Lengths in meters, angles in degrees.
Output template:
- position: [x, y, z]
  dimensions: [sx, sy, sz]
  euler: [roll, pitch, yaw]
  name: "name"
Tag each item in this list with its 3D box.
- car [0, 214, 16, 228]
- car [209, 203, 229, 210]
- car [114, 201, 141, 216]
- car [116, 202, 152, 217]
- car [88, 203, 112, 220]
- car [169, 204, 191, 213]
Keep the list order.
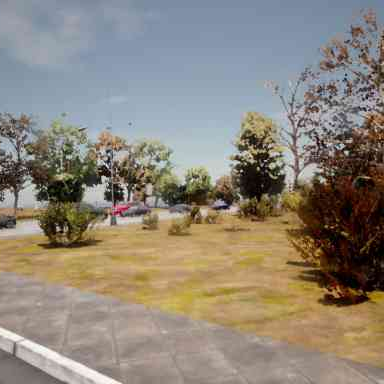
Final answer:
- position: [-16.996, 2.451, 27.654]
  dimensions: [1.994, 1.385, 4.181]
  euler: [-3, -2, 34]
  name: "car"
- position: [4.808, 2.498, 55.232]
  dimensions: [1.895, 1.301, 4.718]
  euler: [-3, -2, 32]
  name: "car"
- position: [-9.127, 2.339, 46.519]
  dimensions: [2.150, 2.045, 5.566]
  euler: [-3, -2, 32]
  name: "car"
- position: [-7.137, 2.471, 43.080]
  dimensions: [1.812, 1.442, 4.674]
  euler: [-3, -2, 32]
  name: "car"
- position: [-10.410, 1.950, 31.008]
  dimensions: [2.150, 2.045, 5.566]
  euler: [-3, -2, 33]
  name: "car"
- position: [-1.785, 2.575, 51.581]
  dimensions: [1.994, 1.385, 4.181]
  euler: [-3, -2, 32]
  name: "car"
